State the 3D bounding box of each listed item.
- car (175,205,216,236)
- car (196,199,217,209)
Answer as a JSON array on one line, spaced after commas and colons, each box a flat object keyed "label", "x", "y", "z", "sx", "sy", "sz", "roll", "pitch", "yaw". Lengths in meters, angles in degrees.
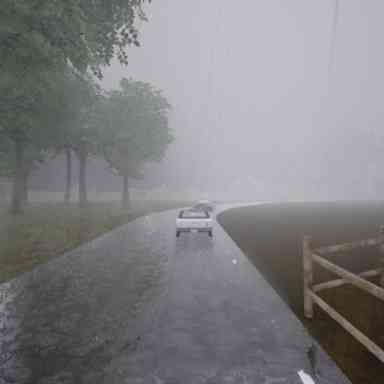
[{"label": "car", "x": 0.111, "y": 1.591, "z": 18.382, "sx": 1.895, "sy": 1.301, "sz": 4.718, "roll": 0, "pitch": 0, "yaw": 0}, {"label": "car", "x": 1.492, "y": 1.462, "z": 36.066, "sx": 1.812, "sy": 1.442, "sz": 4.674, "roll": 0, "pitch": 0, "yaw": 10}]
